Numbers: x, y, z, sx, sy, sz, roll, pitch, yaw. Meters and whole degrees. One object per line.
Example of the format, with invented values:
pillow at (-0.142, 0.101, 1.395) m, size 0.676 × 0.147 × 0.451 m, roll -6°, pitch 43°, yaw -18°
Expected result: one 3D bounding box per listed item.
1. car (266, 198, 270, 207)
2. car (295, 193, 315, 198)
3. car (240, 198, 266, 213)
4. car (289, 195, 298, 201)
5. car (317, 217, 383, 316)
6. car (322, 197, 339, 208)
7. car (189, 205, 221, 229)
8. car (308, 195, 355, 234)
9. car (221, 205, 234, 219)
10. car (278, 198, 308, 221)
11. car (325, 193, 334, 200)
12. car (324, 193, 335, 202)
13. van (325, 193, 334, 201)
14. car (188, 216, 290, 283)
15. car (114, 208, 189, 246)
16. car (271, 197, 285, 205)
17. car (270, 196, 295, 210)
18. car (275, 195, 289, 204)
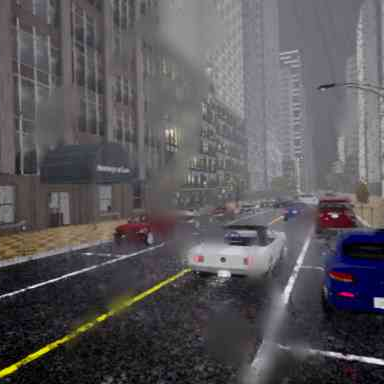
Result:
car at (10.845, 1.594, 47.864) m, size 2.008 × 1.369 × 4.403 m, roll -2°, pitch -1°, yaw 22°
car at (15.332, 1.146, 43.796) m, size 2.150 × 2.045 × 5.566 m, roll -1°, pitch 0°, yaw 22°
car at (6.548, 1.626, 37.341) m, size 2.008 × 1.369 × 4.403 m, roll -2°, pitch -1°, yaw 22°
car at (25.886, 1.496, 84.697) m, size 1.947 × 1.339 × 4.313 m, roll -2°, pitch -1°, yaw 22°
car at (3.745, 1.487, 7.082) m, size 1.812 × 1.442 × 4.674 m, roll -1°, pitch 0°, yaw 22°
car at (18.602, 1.411, 44.696) m, size 2.008 × 1.369 × 4.403 m, roll -2°, pitch -1°, yaw 22°
car at (0.101, 1.673, 21.555) m, size 2.008 × 1.369 × 4.403 m, roll -2°, pitch -1°, yaw 22°
car at (7.851, 1.254, 18.389) m, size 2.192 × 1.841 × 5.009 m, roll -2°, pitch -1°, yaw 22°
car at (2.252, 1.689, 26.817) m, size 1.802 × 1.307 × 4.206 m, roll -2°, pitch -1°, yaw 22°
car at (8.561, 1.520, 26.936) m, size 2.033 × 1.411 × 5.357 m, roll -1°, pitch 0°, yaw 22°
car at (33.639, 1.187, 81.530) m, size 1.967 × 1.590 × 4.097 m, roll -2°, pitch -1°, yaw 22°
car at (29.338, 1.095, 71.008) m, size 2.192 × 1.841 × 5.009 m, roll -2°, pitch -1°, yaw 22°
van at (31.487, 1.105, 76.270) m, size 1.690 × 1.788 × 3.998 m, roll -2°, pitch -1°, yaw 22°
car at (1.601, 1.624, 9.882) m, size 1.895 × 1.301 × 4.718 m, roll -1°, pitch 0°, yaw 22°
car at (-2.047, 1.683, 16.293) m, size 1.887 × 1.381 × 4.507 m, roll -2°, pitch -1°, yaw 22°
car at (15.143, 1.594, 58.387) m, size 1.802 × 1.307 × 4.206 m, roll -2°, pitch -1°, yaw 22°
car at (11.732, 1.561, 42.963) m, size 1.994 × 1.385 × 4.181 m, roll -1°, pitch 0°, yaw 23°
car at (17.288, 1.436, 63.651) m, size 1.967 × 1.590 × 4.097 m, roll -2°, pitch -1°, yaw 22°
